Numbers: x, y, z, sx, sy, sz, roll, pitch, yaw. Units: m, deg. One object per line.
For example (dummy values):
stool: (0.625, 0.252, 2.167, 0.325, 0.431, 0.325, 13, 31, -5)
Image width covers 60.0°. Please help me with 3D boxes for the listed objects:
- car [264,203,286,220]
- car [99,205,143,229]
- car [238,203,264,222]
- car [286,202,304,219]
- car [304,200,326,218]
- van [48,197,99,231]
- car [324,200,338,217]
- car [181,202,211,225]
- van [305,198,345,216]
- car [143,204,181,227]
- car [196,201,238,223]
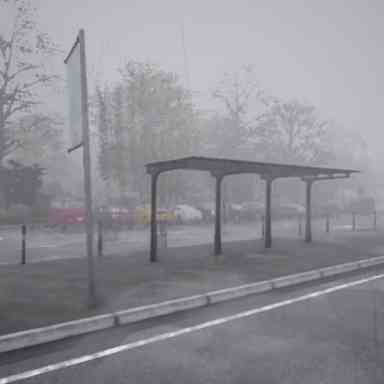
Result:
car: (5.779, 1.778, 30.856, 2.231, 1.521, 4.892, 1, -1, -36)
car: (-5.507, 1.636, 22.778, 2.002, 1.452, 4.674, 1, -1, -36)
car: (3.516, 1.740, 29.250, 2.097, 1.535, 5.008, 1, -1, -36)
car: (8.013, 1.843, 32.499, 2.163, 1.488, 4.792, 1, -1, -36)
car: (10.395, 1.847, 33.939, 1.946, 1.575, 5.366, 1, -1, -36)
van: (-7.830, 1.335, 21.262, 1.878, 1.987, 4.442, 1, -1, -36)
car: (12.527, 1.917, 35.731, 2.163, 1.488, 4.792, 1, -1, -36)
car: (-0.993, 1.708, 26.011, 2.002, 1.452, 4.674, 1, -1, -36)
van: (14.870, 1.699, 37.228, 1.878, 1.987, 4.442, 1, -1, -36)
car: (-3.248, 1.631, 24.393, 2.097, 1.535, 5.008, 1, -1, -36)
car: (1.245, 1.578, 27.655, 2.185, 1.767, 4.553, 1, -1, -36)
